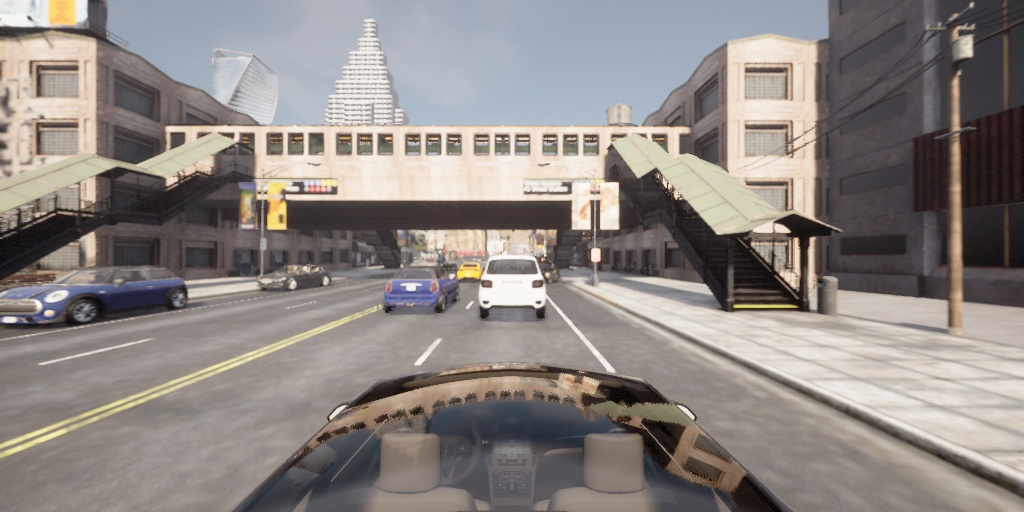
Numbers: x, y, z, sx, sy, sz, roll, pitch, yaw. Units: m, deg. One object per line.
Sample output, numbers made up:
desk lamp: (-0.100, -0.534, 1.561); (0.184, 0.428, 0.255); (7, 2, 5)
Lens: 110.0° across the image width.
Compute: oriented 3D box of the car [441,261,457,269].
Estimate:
car: (-10.431, 1.514, 59.877); (1.895, 1.301, 4.718); (0, 0, 1)

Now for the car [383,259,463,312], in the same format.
car: (-3.456, 1.137, 14.476); (2.097, 1.767, 4.553); (0, 0, 0)

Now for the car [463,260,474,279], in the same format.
car: (-3.403, 1.309, 30.759); (1.882, 1.535, 5.008); (0, 0, 1)

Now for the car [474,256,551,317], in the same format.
car: (0.033, 1.006, 13.438); (2.150, 2.045, 5.566); (0, 0, 1)

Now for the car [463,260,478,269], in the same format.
car: (-6.936, 1.440, 60.148); (1.812, 1.442, 4.674); (0, 0, 0)
